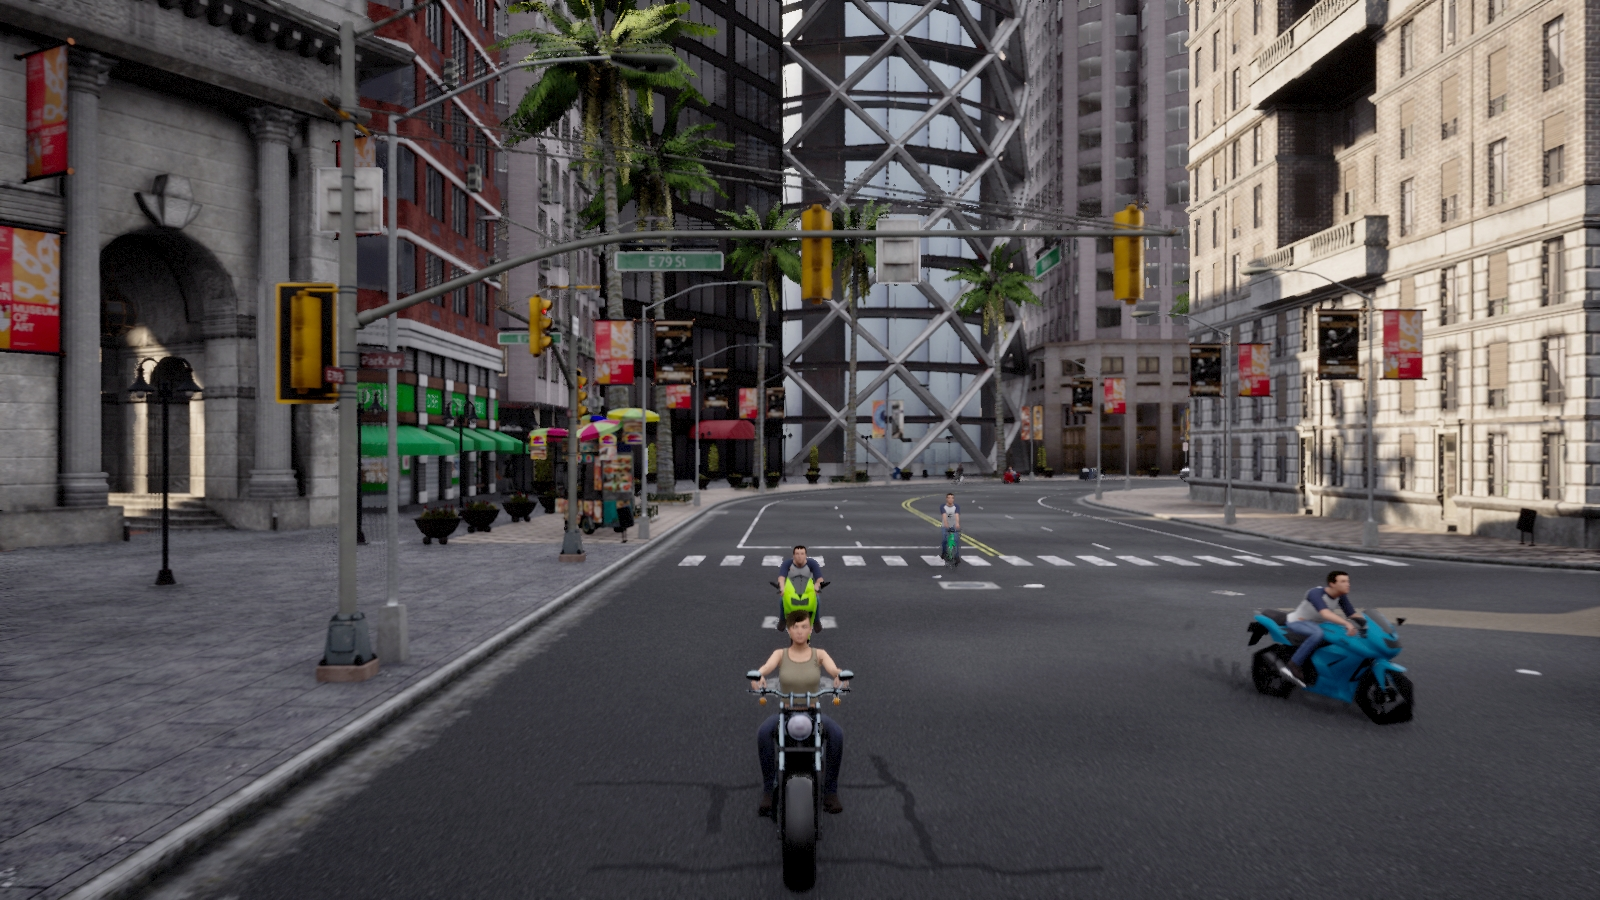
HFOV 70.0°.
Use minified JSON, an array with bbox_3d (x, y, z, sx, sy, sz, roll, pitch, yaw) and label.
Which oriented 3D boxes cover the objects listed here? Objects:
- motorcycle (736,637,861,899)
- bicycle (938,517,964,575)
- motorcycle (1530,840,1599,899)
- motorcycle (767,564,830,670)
[{"bbox_3d":[-0.010,2.170,8.148,0.764,1.277,2.356,0,0,0],"label":"motorcycle"},{"bbox_3d":[3.507,2.206,26.562,0.373,1.196,1.643,0,0,0],"label":"bicycle"},{"bbox_3d":[3.480,2.213,3.799,0.803,1.145,2.033,0,0,0],"label":"motorcycle"},{"bbox_3d":[-0.020,2.213,15.485,0.803,1.145,2.033,0,0,0],"label":"motorcycle"}]
